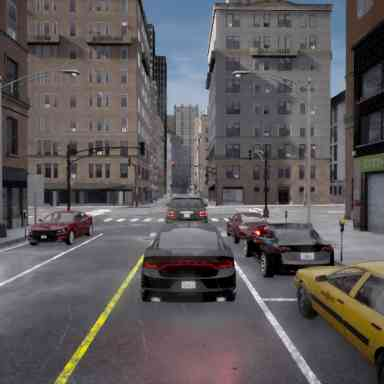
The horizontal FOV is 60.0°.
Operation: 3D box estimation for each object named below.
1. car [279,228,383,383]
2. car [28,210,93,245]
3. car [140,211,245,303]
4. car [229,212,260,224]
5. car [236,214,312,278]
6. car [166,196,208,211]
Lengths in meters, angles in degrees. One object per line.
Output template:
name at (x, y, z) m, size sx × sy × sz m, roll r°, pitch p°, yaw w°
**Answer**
car at (2.801, 1.524, 4.581) m, size 1.752 × 1.417 × 4.829 m, roll -1°, pitch 0°, yaw -1°
car at (-5.919, 1.539, 15.442) m, size 1.887 × 1.381 × 4.507 m, roll -1°, pitch 0°, yaw -1°
car at (-0.083, 1.475, 8.304) m, size 1.882 × 1.535 × 5.008 m, roll 0°, pitch 0°, yaw -1°
car at (2.625, 1.576, 15.582) m, size 1.802 × 1.307 × 4.206 m, roll -1°, pitch 0°, yaw -1°
car at (2.715, 1.563, 9.997) m, size 1.947 × 1.339 × 4.313 m, roll -1°, pitch 0°, yaw -1°
car at (-0.291, 1.215, 18.434) m, size 2.150 × 2.045 × 5.566 m, roll 0°, pitch 0°, yaw -1°
